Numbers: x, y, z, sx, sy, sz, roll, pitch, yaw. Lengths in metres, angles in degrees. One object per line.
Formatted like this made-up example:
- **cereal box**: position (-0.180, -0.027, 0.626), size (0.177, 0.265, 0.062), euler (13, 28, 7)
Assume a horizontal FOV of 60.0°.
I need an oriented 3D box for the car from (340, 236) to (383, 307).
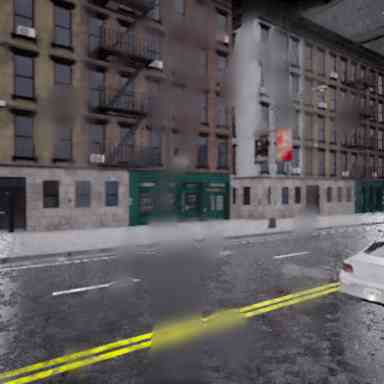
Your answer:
- **car**: position (4.983, 1.568, 7.036), size (4.674, 1.442, 1.812), euler (0, 0, -35)
